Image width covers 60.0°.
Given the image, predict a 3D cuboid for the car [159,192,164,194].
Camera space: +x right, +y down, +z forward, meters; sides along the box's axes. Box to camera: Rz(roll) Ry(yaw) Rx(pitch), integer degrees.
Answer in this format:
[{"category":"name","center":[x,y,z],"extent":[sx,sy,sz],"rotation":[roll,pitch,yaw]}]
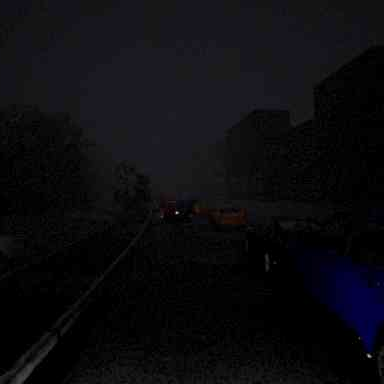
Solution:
[{"category":"car","center":[-5.223,1.305,70.793],"extent":[2.163,1.488,4.792],"rotation":[0,0,-10]}]

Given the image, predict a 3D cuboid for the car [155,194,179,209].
[{"category":"car","center":[-3.309,1.405,42.715],"extent":[2.128,1.511,4.902],"rotation":[0,0,-9]}]

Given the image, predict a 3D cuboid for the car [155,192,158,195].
[{"category":"car","center":[-7.198,1.236,81.710],"extent":[2.163,1.488,4.792],"rotation":[0,0,-10]}]

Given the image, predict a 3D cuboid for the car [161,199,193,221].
[{"category":"car","center":[-1.320,1.523,26.828],"extent":[1.994,1.385,4.181],"rotation":[0,0,-5]}]

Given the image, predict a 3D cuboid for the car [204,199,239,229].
[{"category":"car","center":[2.193,1.454,21.597],"extent":[1.946,1.575,5.366],"rotation":[0,0,-4]}]

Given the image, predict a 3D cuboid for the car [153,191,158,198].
[{"category":"car","center":[-8.183,0.916,87.165],"extent":[2.435,2.045,5.566],"rotation":[0,0,-10]}]

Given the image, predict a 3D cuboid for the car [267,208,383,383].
[{"category":"car","center":[3.005,1.229,4.746],"extent":[2.435,2.045,5.566],"rotation":[0,0,-1]}]

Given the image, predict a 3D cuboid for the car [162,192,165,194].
[{"category":"car","center":[-4.230,1.347,65.305],"extent":[2.002,1.452,4.674],"rotation":[0,0,-10]}]

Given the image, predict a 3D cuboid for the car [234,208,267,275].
[{"category":"car","center":[2.863,1.478,10.292],"extent":[2.231,1.521,4.892],"rotation":[0,0,-1]}]

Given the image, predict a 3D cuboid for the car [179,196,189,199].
[{"category":"car","center":[-1.285,1.383,49.026],"extent":[2.097,1.535,5.008],"rotation":[0,0,-10]}]

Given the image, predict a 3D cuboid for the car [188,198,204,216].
[{"category":"car","center":[1.126,1.429,32.564],"extent":[1.946,1.575,5.366],"rotation":[0,0,-6]}]
